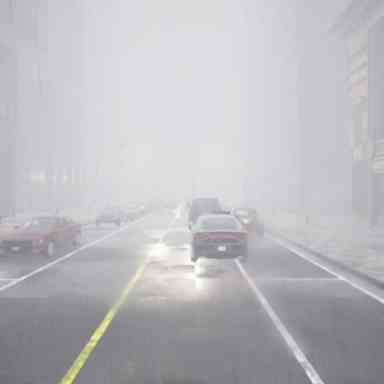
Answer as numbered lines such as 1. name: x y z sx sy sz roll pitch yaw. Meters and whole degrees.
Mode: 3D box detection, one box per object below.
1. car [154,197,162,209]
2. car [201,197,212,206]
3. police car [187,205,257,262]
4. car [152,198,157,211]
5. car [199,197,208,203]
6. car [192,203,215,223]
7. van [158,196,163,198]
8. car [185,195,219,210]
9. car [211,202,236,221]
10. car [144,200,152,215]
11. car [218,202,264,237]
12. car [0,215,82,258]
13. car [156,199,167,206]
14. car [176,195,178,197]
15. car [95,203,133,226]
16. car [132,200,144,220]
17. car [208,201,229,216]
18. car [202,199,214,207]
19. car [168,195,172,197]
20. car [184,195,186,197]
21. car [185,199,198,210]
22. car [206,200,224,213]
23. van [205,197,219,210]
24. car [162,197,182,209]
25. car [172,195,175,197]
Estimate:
1. car: -5.784 1.805 46.734 1.887 1.381 4.507 0 0 0
2. car: 2.733 1.795 63.553 1.967 1.590 4.097 0 0 0
3. police car: 0.894 1.495 12.526 1.930 1.638 5.238 0 0 0
4. car: -5.781 1.774 41.131 1.887 1.381 4.507 0 0 0
5. car: 2.724 1.994 80.359 1.887 1.381 4.507 0 0 0
6. car: 0.886 1.684 28.416 1.812 1.442 4.674 0 0 0
7. van: -5.789 1.665 57.938 1.690 1.788 3.998 0 0 0
8. car: 0.809 1.348 22.439 2.150 2.045 5.566 0 0 -1
9. car: 2.750 1.693 30.110 1.752 1.417 4.829 0 0 0
10. car: -5.777 1.638 35.530 1.967 1.590 4.097 0 0 0
11. car: 2.757 1.544 18.736 1.967 1.590 4.097 0 0 0
12. car: -5.766 1.618 13.123 1.887 1.381 4.507 0 0 0
13. car: -5.793 1.937 63.538 1.802 1.307 4.206 0 0 0
14. car: -5.806 1.828 91.548 2.192 1.841 5.009 0 0 0
15. car: -5.772 1.717 24.326 1.802 1.307 4.206 0 0 0
16. car: -5.775 1.691 29.758 1.752 1.417 4.829 0 0 0
17. car: 2.747 1.743 35.543 1.887 1.381 4.507 0 0 0
18. car: 2.736 1.868 57.951 1.887 1.381 4.507 0 0 0
19. car: -5.795 1.827 69.141 1.967 1.590 4.097 0 0 0
20. car: -0.034 1.611 67.114 2.150 2.045 5.566 0 0 0
21. car: -0.014 1.791 47.575 1.812 1.442 4.674 0 0 0
22. car: 2.744 1.774 41.144 1.887 1.381 4.507 0 0 0
23. van: 2.742 1.602 46.747 1.690 1.788 3.998 0 0 0
24. car: -3.033 1.827 50.099 2.033 1.411 5.357 0 0 0
25. car: -5.801 1.890 80.344 1.967 1.590 4.097 0 0 0
